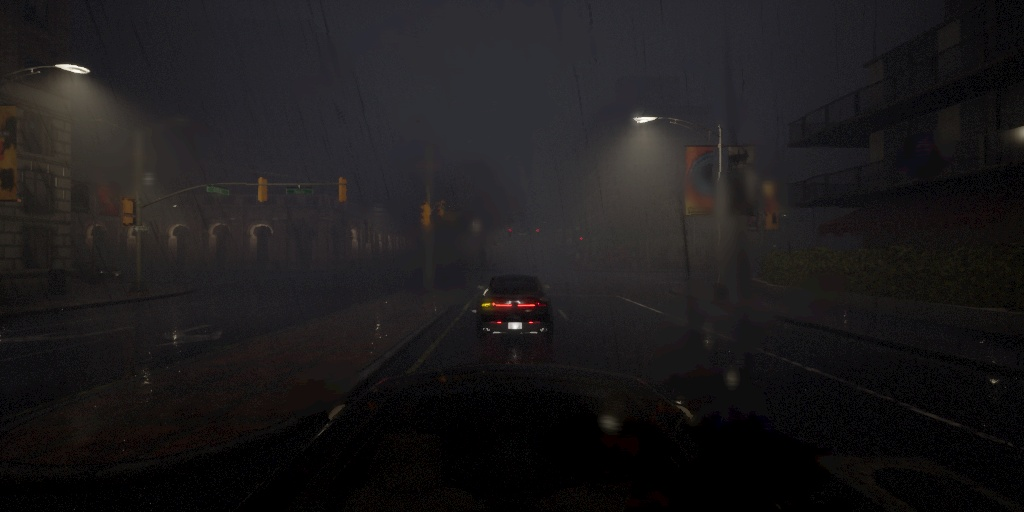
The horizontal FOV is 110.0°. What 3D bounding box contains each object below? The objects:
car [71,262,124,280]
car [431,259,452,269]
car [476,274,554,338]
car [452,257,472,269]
[{"bbox_3d":[-33.901,1.242,28.551,4.902,1.511,2.128,0,0,0],"label":"car"},{"bbox_3d":[-11.545,1.276,58.574,1.812,1.442,4.674,0,0,0],"label":"car"},{"bbox_3d":[0.077,1.255,10.153,1.837,1.490,4.892,0,0,0],"label":"car"},{"bbox_3d":[-8.054,1.276,58.349,1.812,1.442,4.674,0,0,0],"label":"car"}]
